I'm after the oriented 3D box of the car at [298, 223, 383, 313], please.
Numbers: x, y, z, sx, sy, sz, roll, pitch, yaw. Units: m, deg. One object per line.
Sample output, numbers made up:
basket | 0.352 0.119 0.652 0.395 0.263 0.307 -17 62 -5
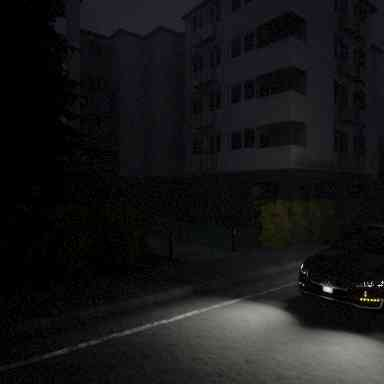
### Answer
car | 4.342 1.505 7.511 4.892 1.490 1.837 0 0 -39
